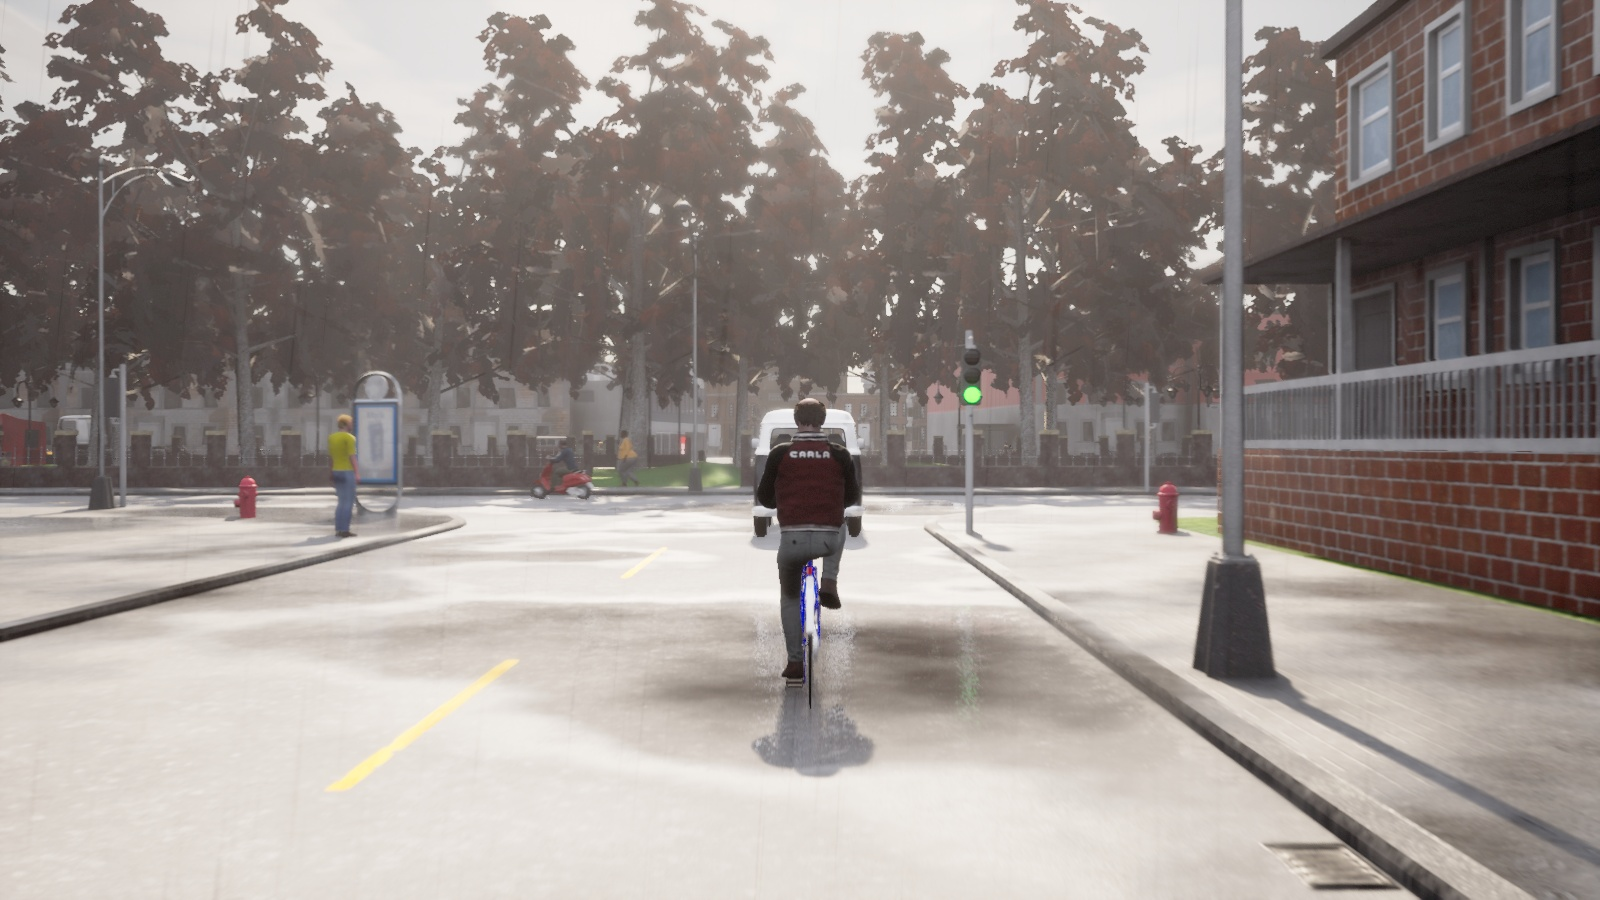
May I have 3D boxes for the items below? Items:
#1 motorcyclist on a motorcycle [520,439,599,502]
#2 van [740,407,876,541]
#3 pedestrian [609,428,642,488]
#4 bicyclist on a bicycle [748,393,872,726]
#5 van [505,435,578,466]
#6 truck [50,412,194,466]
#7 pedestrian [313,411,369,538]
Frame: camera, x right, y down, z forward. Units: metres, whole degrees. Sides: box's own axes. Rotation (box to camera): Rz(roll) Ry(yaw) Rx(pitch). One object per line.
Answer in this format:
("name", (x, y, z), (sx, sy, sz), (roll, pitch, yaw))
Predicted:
("motorcyclist on a motorcycle", (-6.320, 0.516, 33.021), (1.817, 1.590, 0.866), (0, 2, 18))
("van", (0.138, 0.354, 21.373), (2.069, 2.038, 4.480), (0, 0, 0))
("pedestrian", (-5.419, 0.240, 38.999), (0.900, 1.855, 0.874), (0, 0, 1))
("bicyclist on a bicycle", (0.059, 0.576, 7.616), (0.659, 1.776, 1.843), (0, 1, 0))
("van", (-17.073, 0.035, 82.999), (4.442, 1.987, 1.775), (0, 0, 0))
("truck", (-44.781, -0.723, 83.090), (7.936, 3.462, 2.891), (0, 0, 0))
("pedestrian", (-6.794, 0.350, 18.608), (0.354, 1.836, 0.706), (0, 0, 31))
